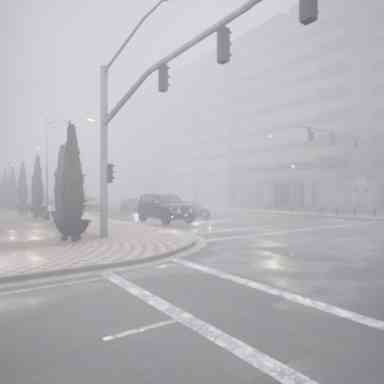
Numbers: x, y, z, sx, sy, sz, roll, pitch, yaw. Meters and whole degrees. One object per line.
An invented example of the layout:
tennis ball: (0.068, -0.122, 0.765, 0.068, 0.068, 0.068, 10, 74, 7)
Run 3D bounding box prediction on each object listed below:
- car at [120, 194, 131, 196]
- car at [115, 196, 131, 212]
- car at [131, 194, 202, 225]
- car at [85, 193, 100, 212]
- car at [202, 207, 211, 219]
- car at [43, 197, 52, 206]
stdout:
car: (-7.275, 1.416, 43.888, 1.882, 1.535, 5.008, 0, 0, -35)
car: (-6.300, 1.445, 36.107, 1.837, 1.490, 4.892, 0, 0, -35)
car: (-1.981, 1.163, 23.936, 2.150, 2.045, 5.566, 0, 0, -35)
car: (-11.712, 1.293, 37.702, 2.097, 1.767, 4.553, 0, 0, -35)
car: (-0.384, 1.465, 27.741, 1.812, 1.442, 4.674, 0, 0, -35)
car: (-22.871, 1.526, 53.638, 1.994, 1.385, 4.181, 0, 0, -35)
